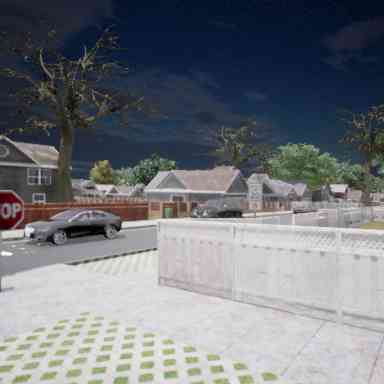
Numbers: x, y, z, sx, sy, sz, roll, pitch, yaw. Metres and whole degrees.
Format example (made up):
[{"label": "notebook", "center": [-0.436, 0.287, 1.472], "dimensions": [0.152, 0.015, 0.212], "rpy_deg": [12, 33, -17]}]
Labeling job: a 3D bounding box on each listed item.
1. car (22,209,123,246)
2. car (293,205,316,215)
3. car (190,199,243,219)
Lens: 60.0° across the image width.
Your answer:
[{"label": "car", "center": [-5.632, 1.606, 16.305], "dimensions": [2.128, 1.511, 4.902], "rpy_deg": [1, 0, 36]}, {"label": "car", "center": [15.098, 2.382, 44.612], "dimensions": [1.994, 1.385, 4.181], "rpy_deg": [1, -1, 36]}, {"label": "car", "center": [2.149, 1.575, 26.975], "dimensions": [2.150, 2.045, 5.566], "rpy_deg": [1, 0, 36]}]
